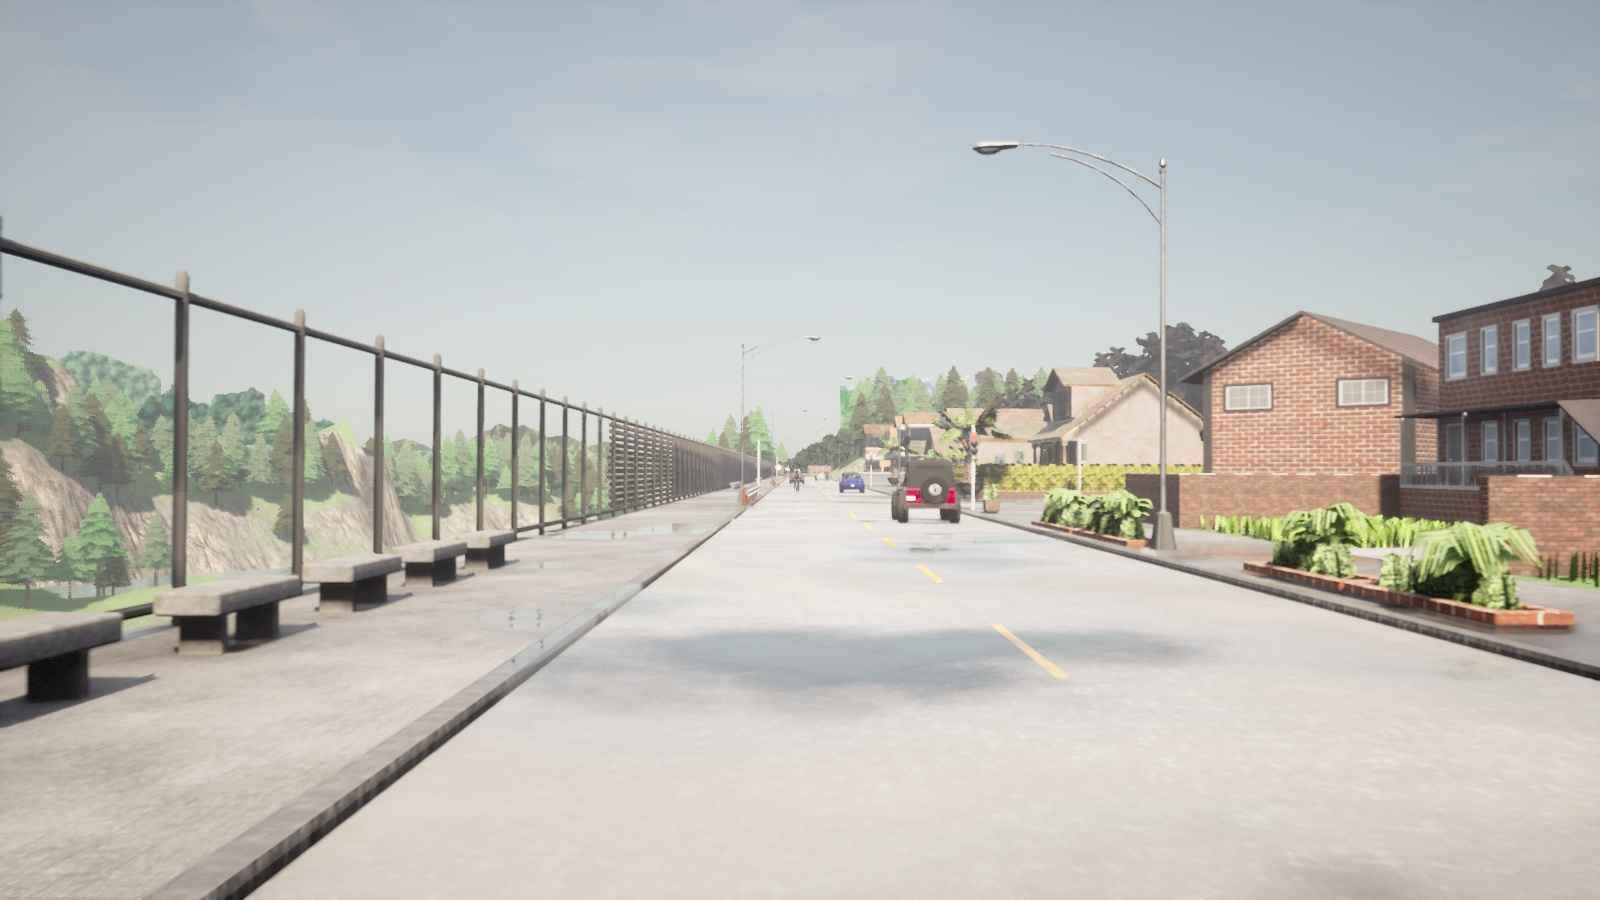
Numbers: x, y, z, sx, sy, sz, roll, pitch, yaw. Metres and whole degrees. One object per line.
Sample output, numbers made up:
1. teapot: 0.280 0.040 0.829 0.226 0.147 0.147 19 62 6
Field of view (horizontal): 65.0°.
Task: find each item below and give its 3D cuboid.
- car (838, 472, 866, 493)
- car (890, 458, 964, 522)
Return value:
1. car: 3.784 2.354 92.070 1.816 1.474 4.193 0 -1 0
2. car: 3.904 1.247 39.149 1.905 1.878 3.866 0 -2 0
